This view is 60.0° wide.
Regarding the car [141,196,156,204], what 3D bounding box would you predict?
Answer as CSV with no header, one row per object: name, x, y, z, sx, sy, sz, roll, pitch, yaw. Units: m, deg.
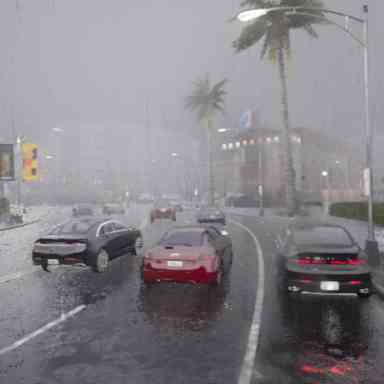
car,-11.381,2.024,79.434,4.553,1.767,2.185,-2,0,41

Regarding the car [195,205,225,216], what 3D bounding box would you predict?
car,1.318,1.699,25.117,1.994,1.385,4.181,-1,0,-3

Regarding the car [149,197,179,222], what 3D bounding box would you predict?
car,-2.694,1.605,29.579,2.097,1.767,4.553,-1,0,-8

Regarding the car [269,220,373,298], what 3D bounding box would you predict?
car,3.055,1.492,8.520,1.837,1.490,4.892,-1,0,12

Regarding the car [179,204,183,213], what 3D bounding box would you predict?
car,-2.600,1.851,41.021,1.812,1.442,4.674,-1,-1,-23

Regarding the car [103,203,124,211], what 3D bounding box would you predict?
car,-9.473,2.016,39.845,1.812,1.442,4.674,-1,0,-26

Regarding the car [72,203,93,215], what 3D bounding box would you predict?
car,-12.613,2.072,38.300,1.837,1.490,4.892,-1,0,-26

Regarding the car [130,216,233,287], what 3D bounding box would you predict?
car,0.035,1.626,9.622,1.994,1.385,4.181,-1,0,12

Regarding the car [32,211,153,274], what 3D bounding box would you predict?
car,-3.202,1.636,11.191,2.128,1.511,4.902,-1,0,12

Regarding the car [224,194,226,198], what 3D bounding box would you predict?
car,8.769,1.729,77.202,4.674,1.452,2.002,-2,0,41
